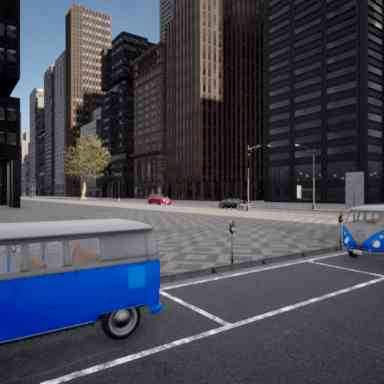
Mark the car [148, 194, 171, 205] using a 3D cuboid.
[{"bbox_3d":[-5.874,1.410,59.482,2.150,2.045,5.566,0,0,-36],"label":"car"}]

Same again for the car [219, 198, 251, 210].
[{"bbox_3d":[5.528,1.568,43.454,2.128,1.511,4.902,0,0,-36],"label":"car"}]

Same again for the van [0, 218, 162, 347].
[{"bbox_3d":[-2.406,1.341,4.935,3.998,1.788,1.690,0,0,-35],"label":"van"}]

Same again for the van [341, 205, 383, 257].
[{"bbox_3d":[6.842,1.340,11.523,3.998,1.788,1.690,0,0,-35],"label":"van"}]
